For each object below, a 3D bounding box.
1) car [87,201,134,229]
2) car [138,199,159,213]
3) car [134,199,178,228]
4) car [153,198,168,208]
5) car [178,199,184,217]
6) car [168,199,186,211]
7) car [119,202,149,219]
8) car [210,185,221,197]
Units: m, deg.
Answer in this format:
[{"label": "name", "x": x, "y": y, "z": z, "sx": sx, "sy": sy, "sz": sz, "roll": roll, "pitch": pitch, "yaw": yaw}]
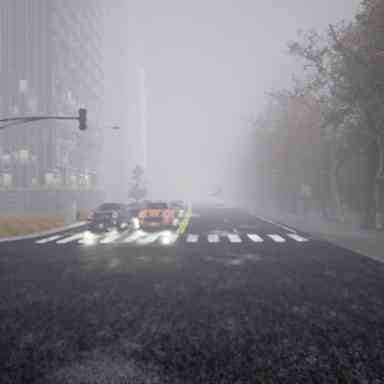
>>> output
[{"label": "car", "x": -5.605, "y": 1.478, "z": 22.964, "sx": 2.097, "sy": 1.767, "sz": 4.553, "roll": -1, "pitch": 0, "yaw": 1}, {"label": "car", "x": -5.271, "y": 1.654, "z": 40.606, "sx": 1.882, "sy": 1.535, "sz": 5.008, "roll": -1, "pitch": 0, "yaw": 0}, {"label": "car", "x": -2.351, "y": 1.444, "z": 23.132, "sx": 2.097, "sy": 1.767, "sz": 4.553, "roll": -1, "pitch": 0, "yaw": 1}, {"label": "car", "x": -5.165, "y": 1.788, "z": 55.269, "sx": 1.994, "sy": 1.385, "sz": 4.181, "roll": -1, "pitch": 0, "yaw": 0}, {"label": "car", "x": -2.132, "y": 1.665, "z": 32.597, "sx": 2.033, "sy": 1.411, "sz": 5.357, "roll": -1, "pitch": 0, "yaw": 1}, {"label": "car", "x": -1.975, "y": 1.703, "z": 45.252, "sx": 2.033, "sy": 1.411, "sz": 5.357, "roll": -1, "pitch": 0, "yaw": 1}, {"label": "car", "x": -5.404, "y": 1.714, "z": 31.591, "sx": 1.994, "sy": 1.385, "sz": 4.181, "roll": -1, "pitch": 0, "yaw": 1}, {"label": "car", "x": 4.658, "y": -0.281, "z": 64.067, "sx": 1.511, "sy": 2.128, "sz": 4.902, "roll": -4, "pitch": -4, "yaw": -10}]
